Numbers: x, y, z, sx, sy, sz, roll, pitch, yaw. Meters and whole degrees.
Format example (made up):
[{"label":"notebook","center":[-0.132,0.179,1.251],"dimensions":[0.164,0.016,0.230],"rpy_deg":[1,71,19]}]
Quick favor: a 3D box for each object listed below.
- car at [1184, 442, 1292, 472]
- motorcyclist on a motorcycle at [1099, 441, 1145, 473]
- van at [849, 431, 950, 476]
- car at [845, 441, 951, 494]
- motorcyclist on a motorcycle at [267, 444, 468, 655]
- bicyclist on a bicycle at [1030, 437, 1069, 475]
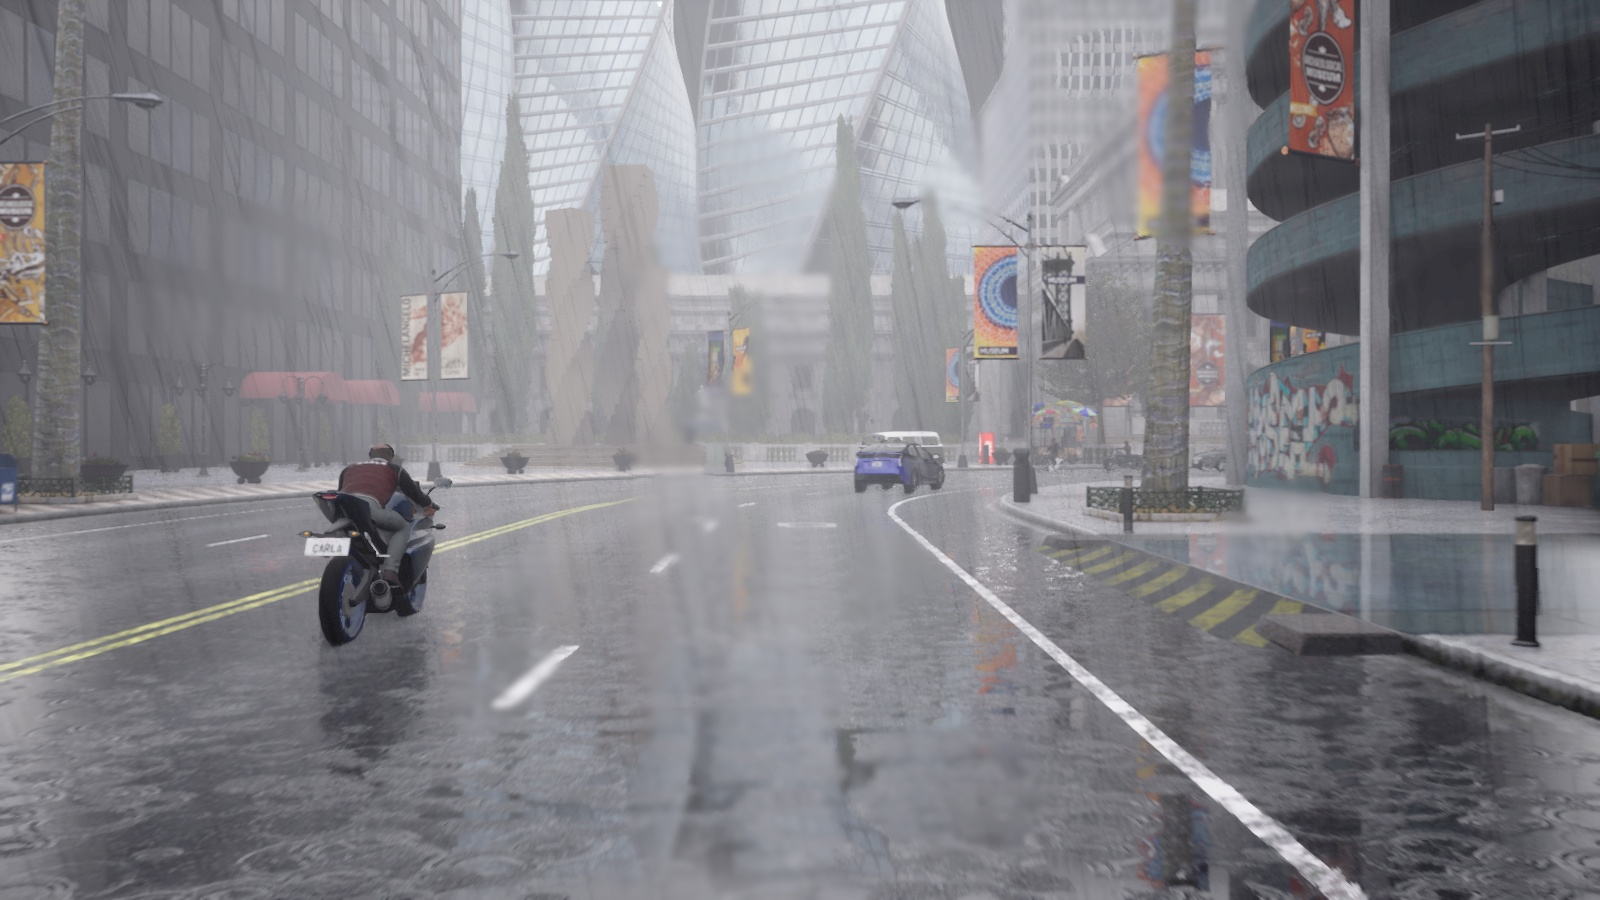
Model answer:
[{"label":"car","center":[22.416,0.358,64.326],"dimensions":[4.902,1.511,2.128],"rpy_deg":[0,0,-15]},{"label":"motorcyclist on a motorcycle","center":[16.960,0.338,66.078],"dimensions":[2.350,1.649,0.766],"rpy_deg":[0,1,-22]},{"label":"van","center":[4.645,0.145,58.270],"dimensions":[4.480,2.038,2.069],"rpy_deg":[0,0,-40]},{"label":"car","center":[3.088,0.478,38.635],"dimensions":[2.007,1.525,4.514],"rpy_deg":[0,0,21]},{"label":"motorcyclist on a motorcycle","center":[-3.431,0.721,10.223],"dimensions":[0.866,1.530,2.191],"rpy_deg":[0,0,0]},{"label":"bicyclist on a bicycle","center":[11.766,0.292,59.301],"dimensions":[1.843,1.776,0.659],"rpy_deg":[0,1,-33]}]
